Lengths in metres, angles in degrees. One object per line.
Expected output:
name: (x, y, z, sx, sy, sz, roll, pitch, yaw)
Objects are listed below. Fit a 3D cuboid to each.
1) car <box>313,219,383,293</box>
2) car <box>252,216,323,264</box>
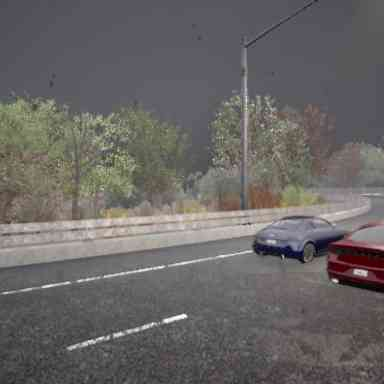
car: (5.239, 1.449, 8.230, 5.008, 1.535, 1.882, 0, 0, -41)
car: (4.036, 1.533, 11.818, 4.181, 1.385, 1.994, 0, 0, -40)
